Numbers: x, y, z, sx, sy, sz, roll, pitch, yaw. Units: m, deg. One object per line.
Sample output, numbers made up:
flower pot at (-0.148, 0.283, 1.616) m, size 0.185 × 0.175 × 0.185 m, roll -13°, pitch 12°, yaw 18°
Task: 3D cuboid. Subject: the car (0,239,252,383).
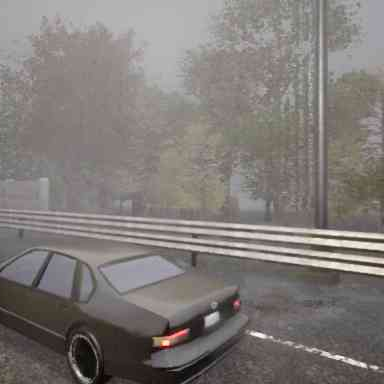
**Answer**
car at (-1.779, 1.494, 5.292) m, size 5.357 × 1.411 × 2.033 m, roll 0°, pitch 0°, yaw 37°
